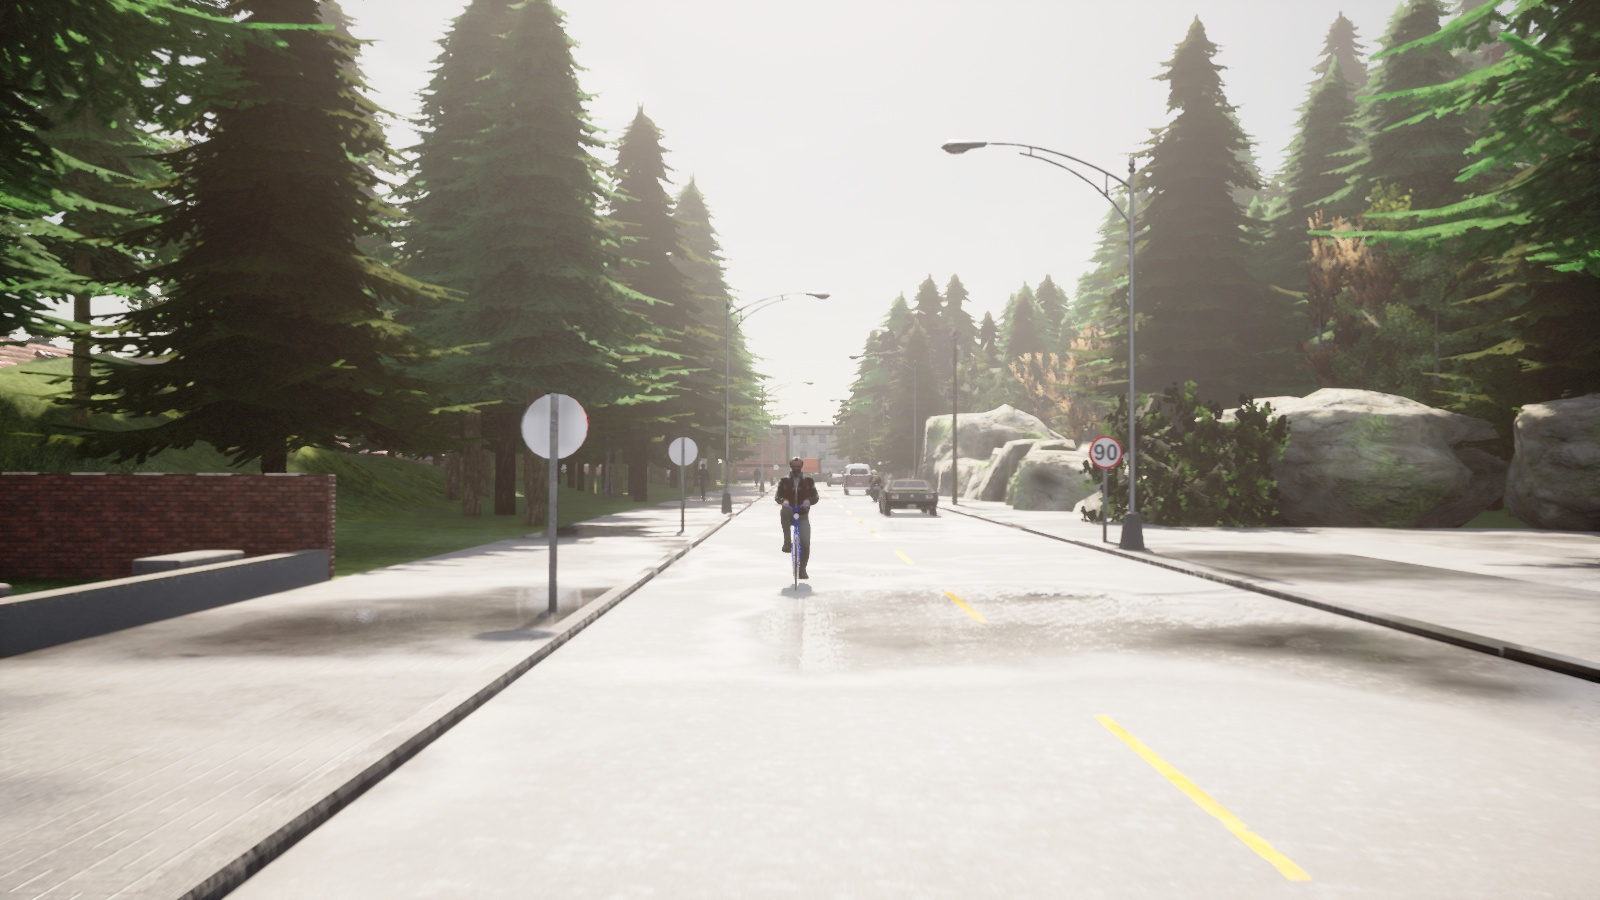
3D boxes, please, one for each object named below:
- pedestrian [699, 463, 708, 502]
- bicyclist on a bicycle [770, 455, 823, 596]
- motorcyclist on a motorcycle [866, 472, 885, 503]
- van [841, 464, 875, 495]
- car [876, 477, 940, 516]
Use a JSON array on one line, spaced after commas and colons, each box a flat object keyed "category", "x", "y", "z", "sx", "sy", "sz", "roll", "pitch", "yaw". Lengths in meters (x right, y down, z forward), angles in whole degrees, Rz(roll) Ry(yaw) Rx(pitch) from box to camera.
[{"category": "pedestrian", "x": -4.576, "y": 1.543, "z": 59.754, "sx": 0.353, "sy": 1.847, "sz": 0.614, "roll": 0, "pitch": -1, "yaw": 4}, {"category": "bicyclist on a bicycle", "x": -0.043, "y": 0.966, "z": 16.774, "sx": 0.659, "sy": 1.776, "sz": 1.843, "roll": 0, "pitch": -1, "yaw": 0}, {"category": "motorcyclist on a motorcycle", "x": 3.878, "y": 1.914, "z": 64.541, "sx": 0.866, "sy": 1.530, "sz": 2.191, "roll": 0, "pitch": -1, "yaw": 0}, {"category": "van", "x": 3.854, "y": 1.940, "z": 84.570, "sx": 2.069, "sy": 2.038, "sz": 4.480, "roll": 0, "pitch": -1, "yaw": 0}, {"category": "car", "x": 3.899, "y": 1.670, "z": 46.034, "sx": 1.895, "sy": 1.301, "sz": 4.718, "roll": 0, "pitch": -1, "yaw": 0}]
